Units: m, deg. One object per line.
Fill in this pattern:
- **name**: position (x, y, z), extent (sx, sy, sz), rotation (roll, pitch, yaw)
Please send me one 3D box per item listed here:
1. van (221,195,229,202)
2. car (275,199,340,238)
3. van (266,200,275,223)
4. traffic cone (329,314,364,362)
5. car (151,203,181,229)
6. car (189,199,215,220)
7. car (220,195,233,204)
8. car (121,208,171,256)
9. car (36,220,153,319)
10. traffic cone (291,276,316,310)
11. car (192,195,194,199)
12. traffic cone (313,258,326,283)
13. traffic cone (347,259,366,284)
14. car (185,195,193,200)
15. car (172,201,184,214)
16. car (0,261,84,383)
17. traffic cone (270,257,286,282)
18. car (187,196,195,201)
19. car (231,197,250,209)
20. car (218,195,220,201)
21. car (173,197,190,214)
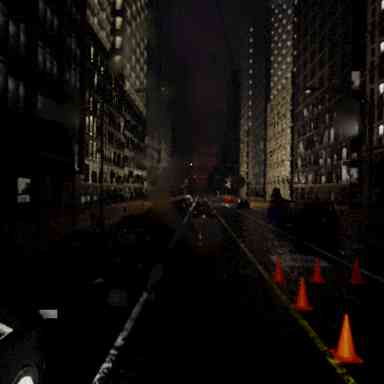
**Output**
- **van**: position (7.932, 1.529, 81.052), extent (1.690, 1.788, 3.998), rotation (0, 0, 1)
- **car**: position (6.441, 1.426, 18.549), extent (2.192, 1.841, 5.009), rotation (0, 0, 1)
- **van**: position (6.576, 1.459, 24.231), extent (1.690, 1.788, 3.998), rotation (0, 0, 1)
- **traffic cone**: position (2.144, 1.991, 4.626), extent (0.340, 0.580, 0.340), rotation (1, 0, 1)
- **car**: position (-1.938, 1.541, 18.749), extent (2.008, 1.369, 4.403), rotation (0, 0, 1)
- **car**: position (1.015, 1.590, 29.482), extent (2.033, 1.411, 5.357), rotation (1, 0, 1)
- **car**: position (7.660, 1.489, 69.688), extent (2.192, 1.841, 5.009), rotation (0, 0, 1)
- **car**: position (-2.073, 1.527, 13.067), extent (1.887, 1.381, 4.507), rotation (0, 0, 1)
- **car**: position (-2.208, 1.541, 7.385), extent (1.947, 1.339, 4.313), rotation (0, 0, 1)
- **traffic cone**: position (2.192, 1.993, 6.626), extent (0.340, 0.580, 0.340), rotation (1, 0, 1)
- **car**: position (-0.989, 1.622, 58.523), extent (1.802, 1.307, 4.206), rotation (0, 0, 1)
- **traffic cone**: position (3.239, 2.010, 8.601), extent (0.340, 0.580, 0.340), rotation (1, 0, 1)
- **traffic cone**: position (4.239, 2.025, 8.577), extent (0.340, 0.580, 0.340), rotation (1, 0, 1)
- **car**: position (-1.260, 1.577, 47.159), extent (2.008, 1.369, 4.403), rotation (0, 0, 1)
- **car**: position (-1.802, 1.579, 24.431), extent (1.802, 1.307, 4.206), rotation (0, 0, 1)
- **car**: position (-2.344, 1.519, 1.703), extent (2.008, 1.369, 4.403), rotation (0, 0, 1)
- **traffic cone**: position (2.239, 1.996, 8.625), extent (0.340, 0.580, 0.340), rotation (1, 0, 1)
- **car**: position (-0.312, 1.639, 86.933), extent (1.947, 1.339, 4.313), rotation (0, 0, 1)
- **car**: position (7.118, 1.697, 46.959), extent (2.008, 1.369, 4.403), rotation (0, 0, 1)
- **car**: position (7.796, 1.496, 75.370), extent (2.192, 1.841, 5.009), rotation (0, 0, 1)
- **car**: position (-1.531, 1.563, 35.795), extent (2.008, 1.369, 4.403), rotation (0, 0, 1)
